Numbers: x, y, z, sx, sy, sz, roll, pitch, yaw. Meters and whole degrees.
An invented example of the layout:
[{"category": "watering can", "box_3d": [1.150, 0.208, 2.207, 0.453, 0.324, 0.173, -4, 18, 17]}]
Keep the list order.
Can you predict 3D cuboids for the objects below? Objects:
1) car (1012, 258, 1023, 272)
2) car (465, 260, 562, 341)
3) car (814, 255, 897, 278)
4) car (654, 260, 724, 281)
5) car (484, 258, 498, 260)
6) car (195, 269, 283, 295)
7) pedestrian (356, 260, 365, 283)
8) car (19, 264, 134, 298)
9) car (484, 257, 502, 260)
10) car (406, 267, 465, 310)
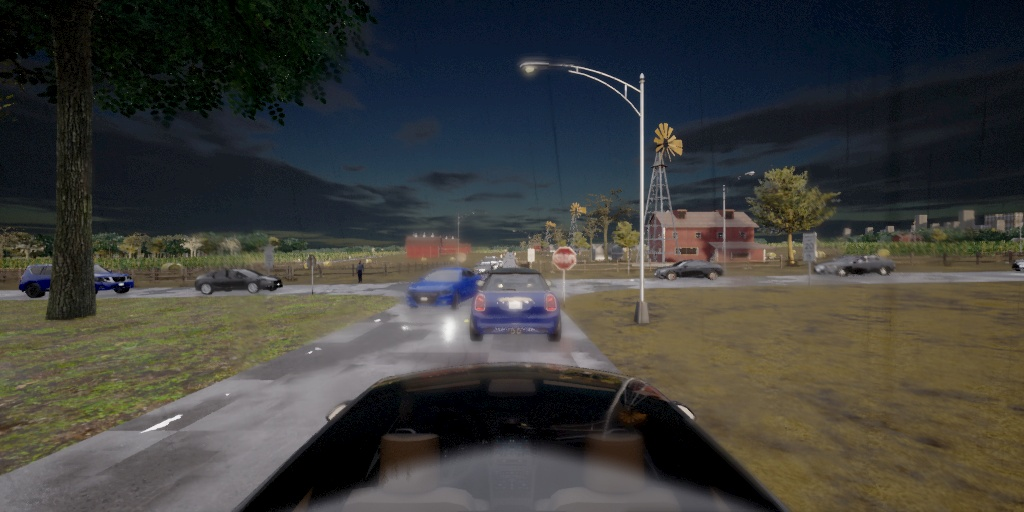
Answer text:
[{"category": "car", "box_3d": [38.928, 0.427, 25.573, 4.902, 1.511, 2.128, -1, 1, 0]}, {"category": "car", "box_3d": [0.081, 1.104, 10.003, 2.097, 1.767, 4.553, 0, 0, 0]}, {"category": "car", "box_3d": [24.411, 0.723, 25.646, 4.902, 1.511, 2.128, -1, 1, 0]}, {"category": "car", "box_3d": [12.644, 0.994, 25.724, 4.674, 1.442, 1.812, -1, 1, 2]}, {"category": "car", "box_3d": [-2.918, 1.308, 38.345, 2.128, 1.511, 4.902, 0, 0, 0]}, {"category": "car", "box_3d": [-17.302, 1.598, 22.831, 4.892, 1.490, 1.837, -1, 1, 0]}, {"category": "pedestrian", "box_3d": [-12.211, 1.215, 28.784, 0.375, 1.860, 0.375, 0, 2, 0]}, {"category": "car", "box_3d": [-27.658, 1.505, 22.857, 5.566, 2.045, 2.150, -1, 1, 1]}, {"category": "car", "box_3d": [-2.928, 1.097, 48.570, 2.150, 2.045, 5.566, 0, 0, 0]}, {"category": "car", "box_3d": [-2.643, 1.235, 14.966, 1.882, 1.535, 5.008, -1, 0, 10]}]
